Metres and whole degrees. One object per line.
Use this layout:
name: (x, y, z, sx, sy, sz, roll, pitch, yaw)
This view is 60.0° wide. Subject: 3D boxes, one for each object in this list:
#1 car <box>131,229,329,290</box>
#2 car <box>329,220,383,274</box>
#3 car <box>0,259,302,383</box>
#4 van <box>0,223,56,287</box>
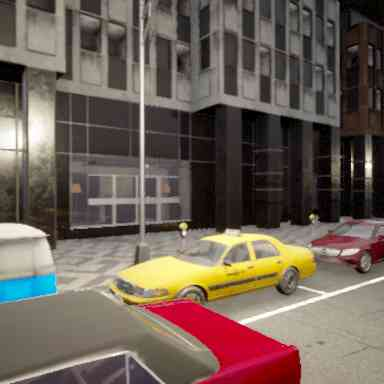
car: (0.693, 1.520, 7.144, 4.829, 1.417, 1.752, 0, 0, -35)
car: (5.392, 1.569, 10.495, 4.206, 1.307, 1.802, 0, 0, -35)
car: (-1.412, 1.601, 2.370, 4.718, 1.301, 1.895, 0, 0, -35)
van: (-3.731, 1.342, 3.991, 3.998, 1.788, 1.690, 0, 0, -35)
